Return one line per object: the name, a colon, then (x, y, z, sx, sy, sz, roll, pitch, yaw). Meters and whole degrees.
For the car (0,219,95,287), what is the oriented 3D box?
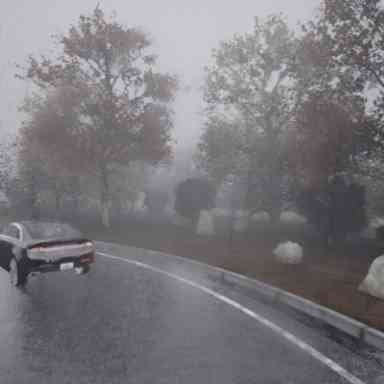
car: (-4.513, 1.538, 9.652, 2.128, 1.511, 4.902, 0, 0, -41)
